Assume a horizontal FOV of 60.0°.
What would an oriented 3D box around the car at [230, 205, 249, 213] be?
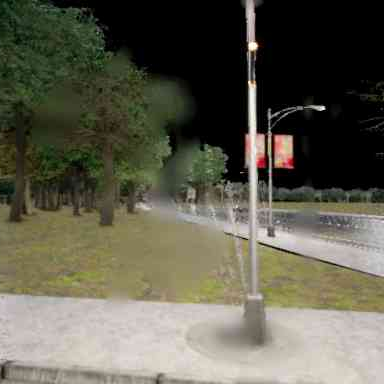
[{"bbox_3d":[7.941,2.828,55.742,1.895,1.301,4.718,0,-1,-14],"label":"car"}]
